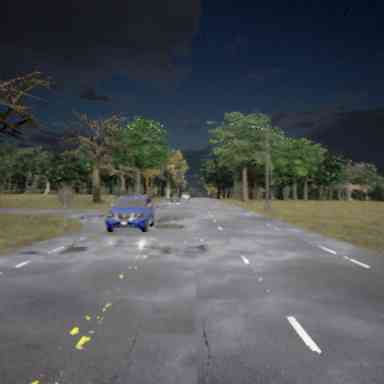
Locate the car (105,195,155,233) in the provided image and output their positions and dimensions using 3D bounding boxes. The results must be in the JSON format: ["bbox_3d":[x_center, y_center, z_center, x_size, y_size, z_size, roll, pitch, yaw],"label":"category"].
[{"bbox_3d":[-3.493,1.213,19.791,2.150,2.045,5.566,0,1,0],"label":"car"}]

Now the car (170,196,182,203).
[{"bbox_3d":[-3.535,1.551,68.526,1.837,1.490,4.892,0,0,0],"label":"car"}]
